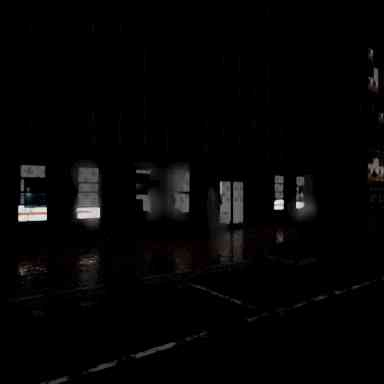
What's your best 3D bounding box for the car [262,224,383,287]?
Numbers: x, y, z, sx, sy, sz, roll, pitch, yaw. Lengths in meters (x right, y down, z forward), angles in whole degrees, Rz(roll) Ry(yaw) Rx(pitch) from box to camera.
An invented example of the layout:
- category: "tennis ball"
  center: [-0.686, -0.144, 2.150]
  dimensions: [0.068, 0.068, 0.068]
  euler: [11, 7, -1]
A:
- category: "car"
  center: [3.796, 1.581, 9.273]
  dimensions: [4.206, 1.307, 1.802]
  euler: [0, 0, -36]
